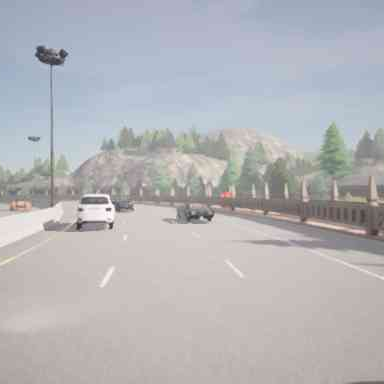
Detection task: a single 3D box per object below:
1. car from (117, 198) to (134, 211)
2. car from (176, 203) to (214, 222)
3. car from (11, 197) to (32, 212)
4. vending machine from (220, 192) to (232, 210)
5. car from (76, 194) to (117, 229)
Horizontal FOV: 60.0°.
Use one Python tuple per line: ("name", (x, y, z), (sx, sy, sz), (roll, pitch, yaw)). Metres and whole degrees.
("car", (-8.058, 1.406, 38.501), (2.128, 1.511, 4.902), (0, 0, -22))
("car", (0.116, 1.502, 25.261), (1.895, 1.301, 4.718), (0, 0, -14))
("car", (-20.296, 1.355, 39.586), (2.097, 1.767, 4.553), (-1, 0, -26))
("vending machine", (4.023, 1.028, 39.169), (1.100, 2.100, 0.880), (0, 0, -21))
("car", (-6.148, 1.169, 21.534), (2.150, 2.045, 5.566), (0, 0, -13))
